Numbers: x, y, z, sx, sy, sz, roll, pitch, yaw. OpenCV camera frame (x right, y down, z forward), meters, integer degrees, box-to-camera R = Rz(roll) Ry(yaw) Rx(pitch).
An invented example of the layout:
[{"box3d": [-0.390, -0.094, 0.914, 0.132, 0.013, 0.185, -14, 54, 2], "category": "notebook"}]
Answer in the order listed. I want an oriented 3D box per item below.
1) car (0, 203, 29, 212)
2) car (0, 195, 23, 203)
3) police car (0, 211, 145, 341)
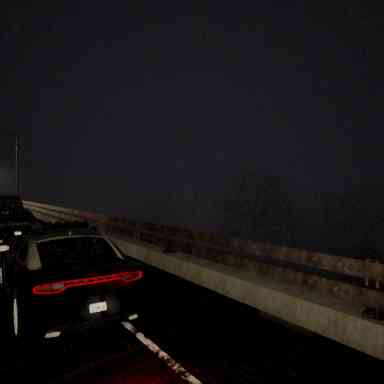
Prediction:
[{"box3d": [-8.190, 1.474, 15.114, 1.882, 1.535, 5.008, 0, 0, -33], "category": "car"}, {"box3d": [-11.508, 1.217, 20.148, 2.150, 2.045, 5.566, 0, 0, -33], "category": "car"}, {"box3d": [-2.748, 1.424, 6.856, 1.930, 1.638, 5.238, 0, 0, -33], "category": "police car"}]
